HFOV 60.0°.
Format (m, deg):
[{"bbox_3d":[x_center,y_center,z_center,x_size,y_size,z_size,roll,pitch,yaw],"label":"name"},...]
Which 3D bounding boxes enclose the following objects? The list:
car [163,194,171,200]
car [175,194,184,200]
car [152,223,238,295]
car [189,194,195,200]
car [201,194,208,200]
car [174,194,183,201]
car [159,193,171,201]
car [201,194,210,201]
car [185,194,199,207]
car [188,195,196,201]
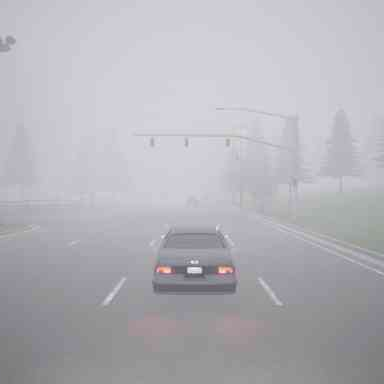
[{"bbox_3d":[-6.998,1.385,93.991,1.994,1.385,4.181,0,0,0],"label":"car"},{"bbox_3d":[-3.498,1.357,93.990,2.128,1.511,4.902,0,0,0],"label":"car"},{"bbox_3d":[0.067,1.547,8.888,2.033,1.411,5.357,0,0,0],"label":"car"},{"bbox_3d":[0.002,1.310,93.990,1.882,1.535,5.008,0,0,0],"label":"car"},{"bbox_3d":[3.502,1.310,93.990,1.882,1.535,5.008,0,0,0],"label":"car"},{"bbox_3d":[-3.498,1.516,83.987,1.812,1.442,4.674,0,0,0],"label":"car"},{"bbox_3d":[-6.998,1.217,83.601,2.150,2.045,5.566,0,0,0],"label":"car"},{"bbox_3d":[3.502,1.492,83.570,1.837,1.490,4.892,0,0,0],"label":"car"},{"bbox_3d":[-0.001,1.352,52.927,2.097,1.767,4.553,0,0,0],"label":"car"},{"bbox_3d":[0.002,1.531,83.570,2.033,1.411,5.357,0,0,0],"label":"car"}]
